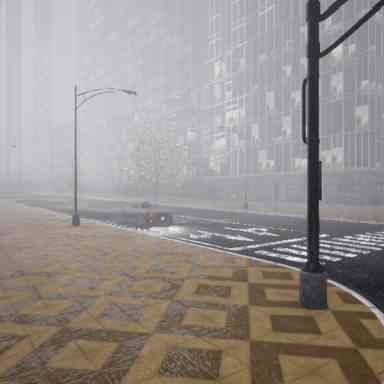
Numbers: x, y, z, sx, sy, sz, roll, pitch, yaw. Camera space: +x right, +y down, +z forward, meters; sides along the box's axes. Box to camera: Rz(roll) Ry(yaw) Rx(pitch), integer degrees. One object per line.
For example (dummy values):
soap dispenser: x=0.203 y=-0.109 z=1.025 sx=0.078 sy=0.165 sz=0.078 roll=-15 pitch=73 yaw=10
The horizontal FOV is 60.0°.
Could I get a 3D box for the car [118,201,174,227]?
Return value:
car: x=-2.874 y=1.253 z=20.286 sx=1.994 sy=1.385 sz=4.181 roll=0 pitch=1 yaw=-38
